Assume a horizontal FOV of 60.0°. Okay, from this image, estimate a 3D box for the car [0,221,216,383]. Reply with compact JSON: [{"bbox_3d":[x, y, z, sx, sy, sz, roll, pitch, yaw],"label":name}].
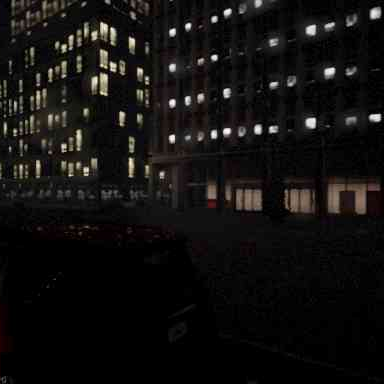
[{"bbox_3d":[-2.069,1.318,4.343,5.009,1.841,2.192,0,0,35],"label":"car"}]
